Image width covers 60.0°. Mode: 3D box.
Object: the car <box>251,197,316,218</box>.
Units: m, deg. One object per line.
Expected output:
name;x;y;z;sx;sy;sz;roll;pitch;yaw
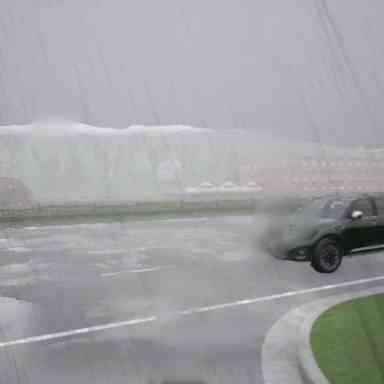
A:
car;7.349;1.183;26.618;4.892;1.490;1.837;-1;0;-23

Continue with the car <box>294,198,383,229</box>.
car;8.670;1.177;19.561;5.008;1.535;1.882;-1;0;-23

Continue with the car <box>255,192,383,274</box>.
car;4.731;1.055;10.216;5.566;2.045;2.150;-2;1;-23
